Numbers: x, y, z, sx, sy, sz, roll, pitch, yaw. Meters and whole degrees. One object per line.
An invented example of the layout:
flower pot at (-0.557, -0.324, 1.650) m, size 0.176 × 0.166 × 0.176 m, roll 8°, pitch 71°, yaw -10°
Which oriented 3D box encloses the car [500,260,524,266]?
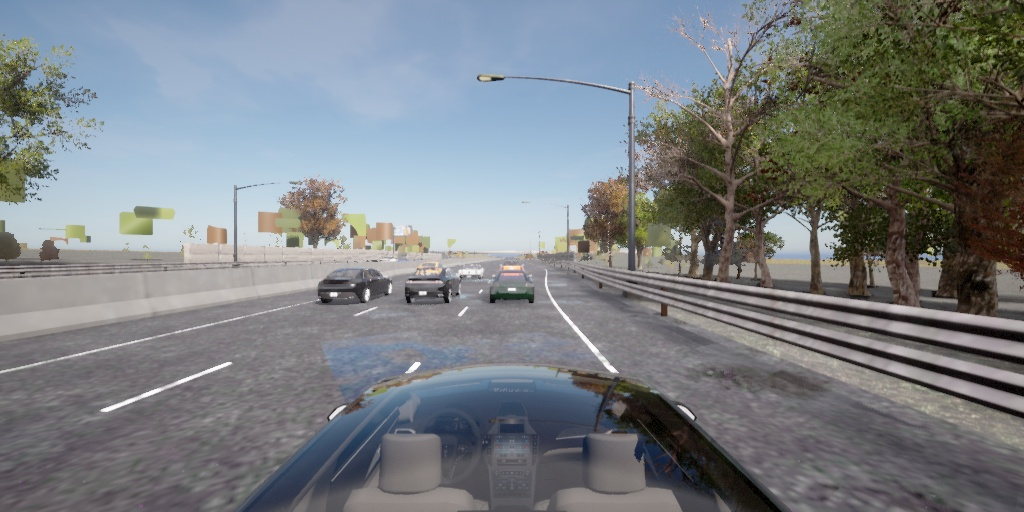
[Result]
car at (0.000, 1.125, 31.471) m, size 2.097 × 1.767 × 4.553 m, roll 0°, pitch 0°, yaw 0°

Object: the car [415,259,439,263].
car at (-7.000, 1.244, 31.501) m, size 1.882 × 1.535 × 5.008 m, roll 0°, pitch 0°, yaw 0°

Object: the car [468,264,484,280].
car at (-3.500, 1.375, 31.531) m, size 1.895 × 1.301 × 4.718 m, roll 0°, pitch 0°, yaw 0°

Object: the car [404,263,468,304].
car at (-3.500, 1.245, 16.501) m, size 2.128 × 1.511 × 4.902 m, roll 0°, pitch 0°, yaw 0°

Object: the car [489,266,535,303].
car at (0.000, 1.322, 16.501) m, size 1.994 × 1.385 × 4.181 m, roll 0°, pitch 0°, yaw 0°

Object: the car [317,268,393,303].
car at (-7.000, 1.266, 16.501) m, size 1.837 × 1.490 × 4.892 m, roll 0°, pitch 0°, yaw 0°
